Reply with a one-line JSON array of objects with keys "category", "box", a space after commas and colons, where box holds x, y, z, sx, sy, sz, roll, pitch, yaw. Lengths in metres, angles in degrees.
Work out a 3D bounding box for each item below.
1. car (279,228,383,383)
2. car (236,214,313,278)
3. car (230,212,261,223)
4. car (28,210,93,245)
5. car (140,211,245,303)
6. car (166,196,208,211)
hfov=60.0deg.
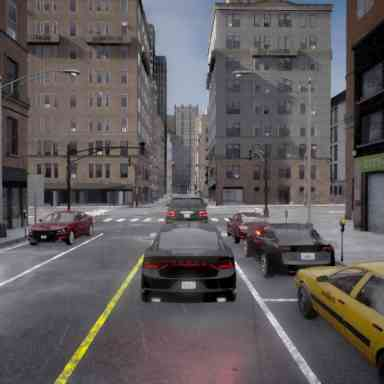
[{"category": "car", "box": [2.804, 1.524, 4.558, 1.752, 1.417, 4.829, -1, 0, -1]}, {"category": "car", "box": [2.720, 1.562, 9.973, 1.947, 1.339, 4.313, -1, 0, -1]}, {"category": "car", "box": [2.633, 1.575, 15.558, 1.802, 1.307, 4.206, -1, 0, -1]}, {"category": "car", "box": [-5.911, 1.538, 15.422, 1.887, 1.381, 4.507, -1, 0, -1]}, {"category": "car", "box": [-0.078, 1.474, 8.281, 1.882, 1.535, 5.008, 0, 0, 0]}, {"category": "car", "box": [-0.282, 1.213, 18.412, 2.150, 2.045, 5.566, 0, 0, -1]}]
